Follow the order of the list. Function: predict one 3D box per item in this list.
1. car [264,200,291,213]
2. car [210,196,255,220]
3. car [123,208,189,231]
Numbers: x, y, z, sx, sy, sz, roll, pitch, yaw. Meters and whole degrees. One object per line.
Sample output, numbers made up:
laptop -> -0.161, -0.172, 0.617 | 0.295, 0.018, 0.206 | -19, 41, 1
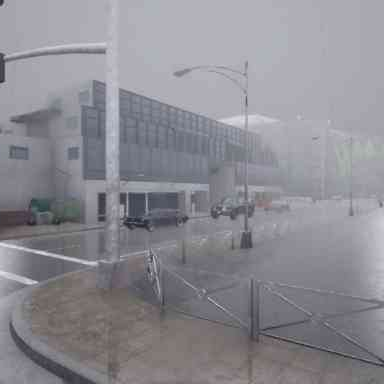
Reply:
car -> 10.262, 1.702, 39.758 | 1.812, 1.442, 4.674 | 0, 0, 36
car -> 3.888, 1.398, 30.861 | 2.150, 2.045, 5.566 | 0, 0, 35
car -> -2.315, 1.777, 22.159 | 1.895, 1.301, 4.718 | 0, 0, 35
